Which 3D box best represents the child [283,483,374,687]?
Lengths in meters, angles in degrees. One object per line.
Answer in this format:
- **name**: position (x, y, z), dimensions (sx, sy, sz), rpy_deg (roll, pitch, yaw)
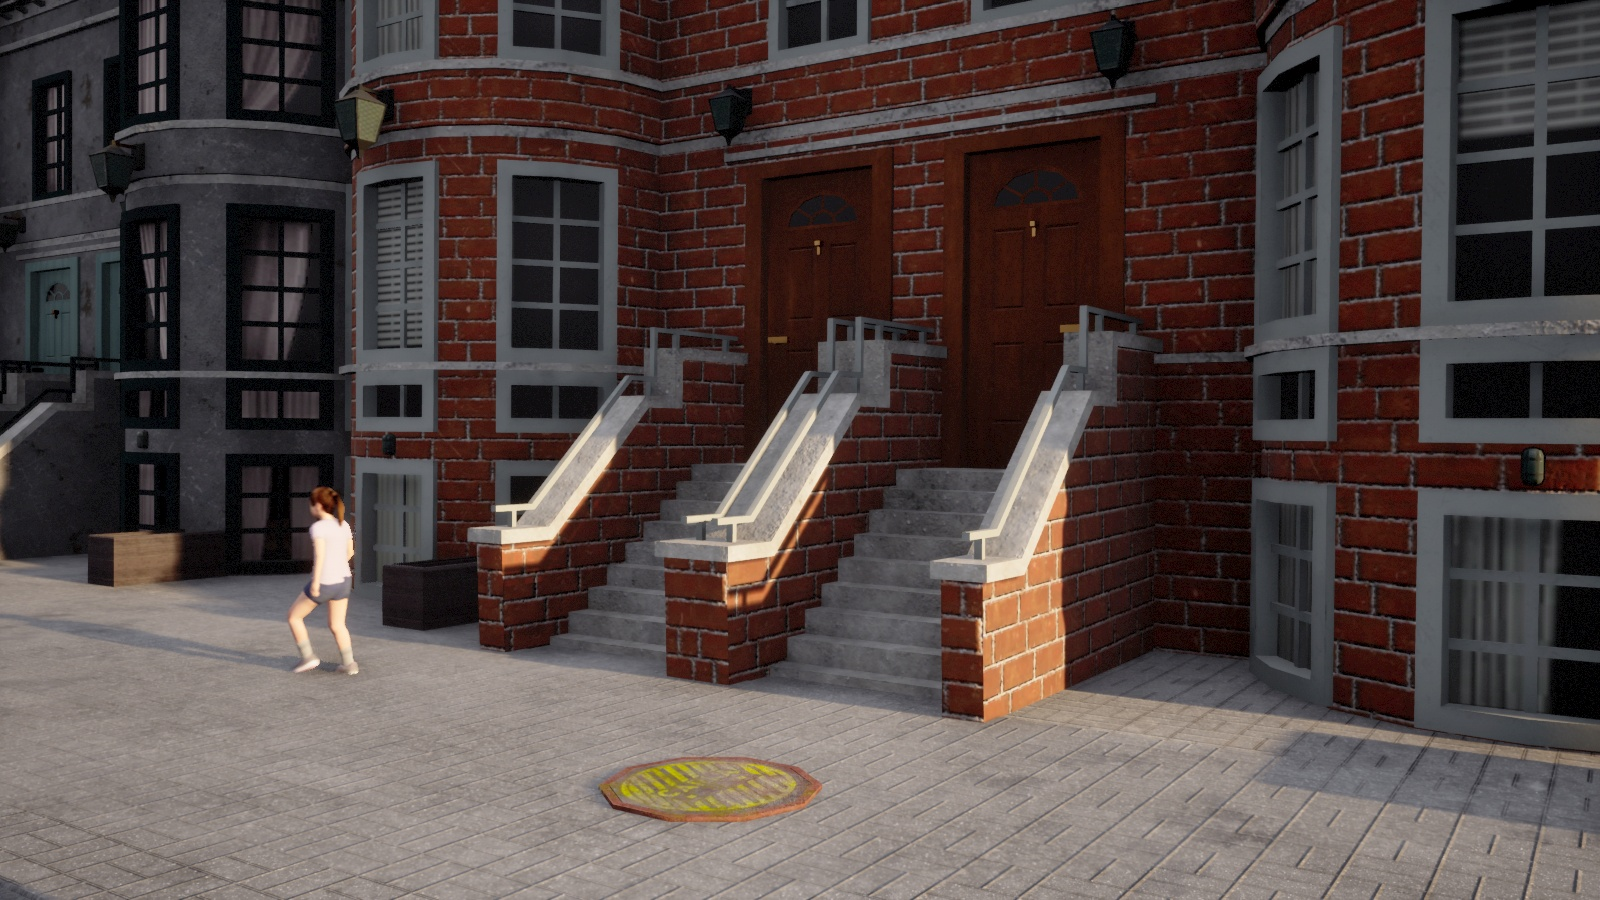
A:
- **child**: position (-2.660, 0.748, 7.091), dimensions (0.394, 1.110, 0.255), rpy_deg (0, 1, 21)
